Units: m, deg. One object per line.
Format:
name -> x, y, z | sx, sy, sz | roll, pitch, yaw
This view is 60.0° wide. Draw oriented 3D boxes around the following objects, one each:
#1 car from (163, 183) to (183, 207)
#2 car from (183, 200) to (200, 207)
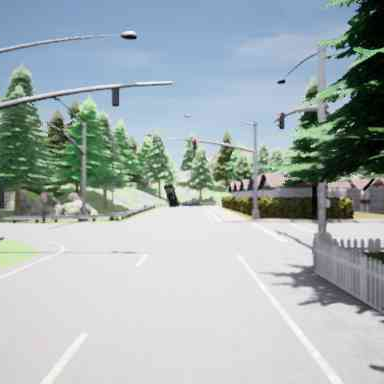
car -> -3.907, 0.750, 63.009 | 1.895, 4.718, 1.301 | -12, 19, 17
car -> -0.288, 2.290, 68.167 | 1.994, 1.385, 4.181 | -1, -1, 41
